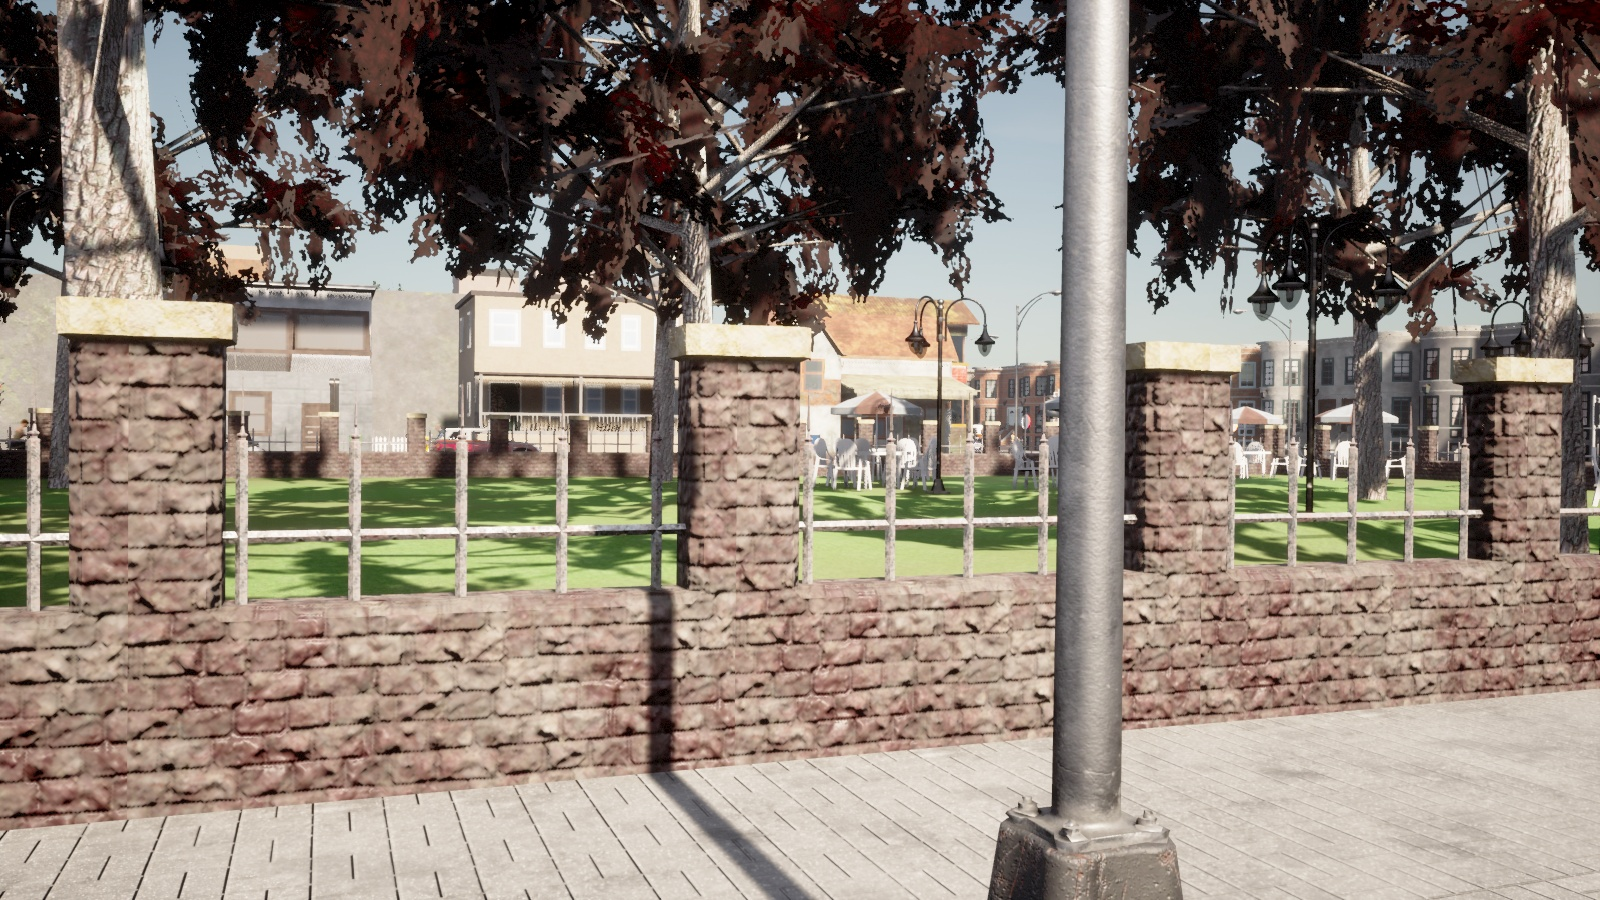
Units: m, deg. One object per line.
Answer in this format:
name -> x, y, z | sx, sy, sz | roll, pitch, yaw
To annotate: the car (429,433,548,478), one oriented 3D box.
car -> -10.867, 0.168, 43.789 | 3.806, 1.475, 1.970 | -1, 1, -21
